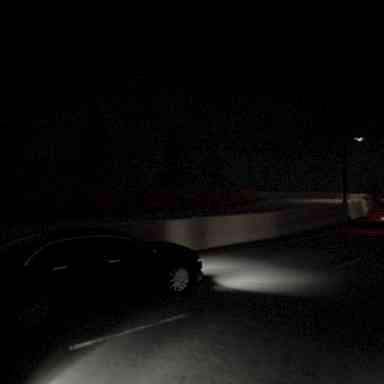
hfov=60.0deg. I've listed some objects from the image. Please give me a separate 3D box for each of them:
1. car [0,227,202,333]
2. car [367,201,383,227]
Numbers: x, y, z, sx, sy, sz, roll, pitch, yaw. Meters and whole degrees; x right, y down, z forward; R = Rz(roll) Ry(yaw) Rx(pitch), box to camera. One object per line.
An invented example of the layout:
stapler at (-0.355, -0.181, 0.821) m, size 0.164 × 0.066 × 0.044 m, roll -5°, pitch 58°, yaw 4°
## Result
car at (-1.996, 1.494, 6.851) m, size 4.892 × 1.490 × 1.837 m, roll -1°, pitch 1°, yaw -37°
car at (11.911, 1.246, 19.604) m, size 1.882 × 1.535 × 5.008 m, roll 0°, pitch 0°, yaw 43°
